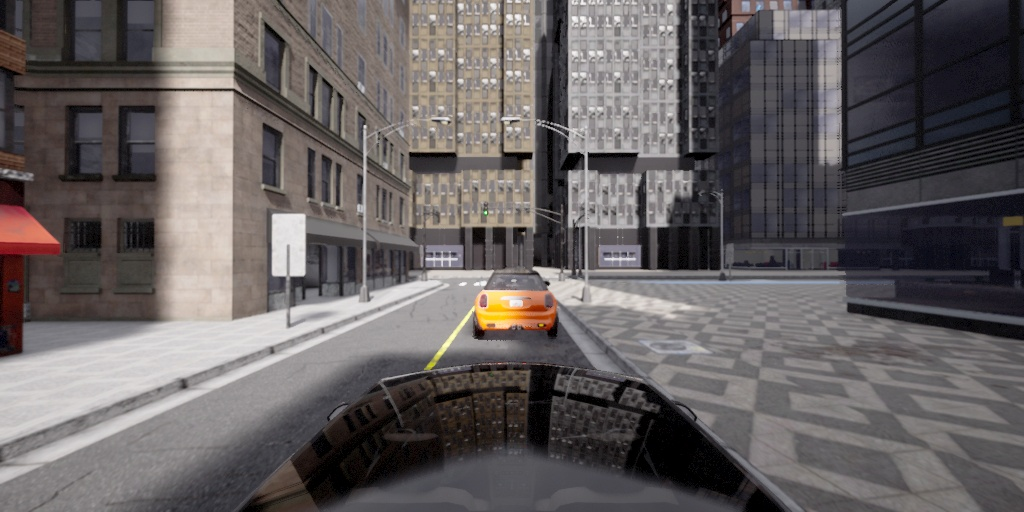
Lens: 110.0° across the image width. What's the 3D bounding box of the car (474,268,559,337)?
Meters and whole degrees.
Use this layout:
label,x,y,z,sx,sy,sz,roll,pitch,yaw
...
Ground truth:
label,x,y,z,sx,sy,sz,roll,pitch,yaw
car,0.095,1.162,10.691,2.097,1.767,4.553,0,0,0
